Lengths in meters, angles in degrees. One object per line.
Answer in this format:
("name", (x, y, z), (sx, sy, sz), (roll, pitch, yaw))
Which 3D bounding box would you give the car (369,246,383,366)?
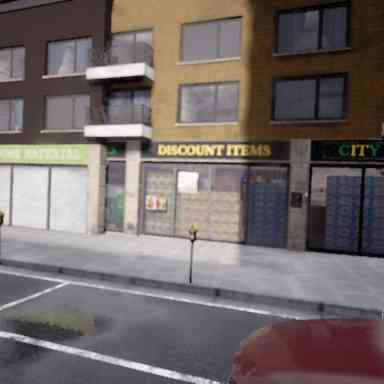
("car", (4.621, 1.643, 3.677), (4.403, 1.369, 2.008), (2, 2, 20))

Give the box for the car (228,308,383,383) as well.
("car", (2.575, 1.575, 2.328), (4.674, 1.442, 1.812), (2, 1, 20))
